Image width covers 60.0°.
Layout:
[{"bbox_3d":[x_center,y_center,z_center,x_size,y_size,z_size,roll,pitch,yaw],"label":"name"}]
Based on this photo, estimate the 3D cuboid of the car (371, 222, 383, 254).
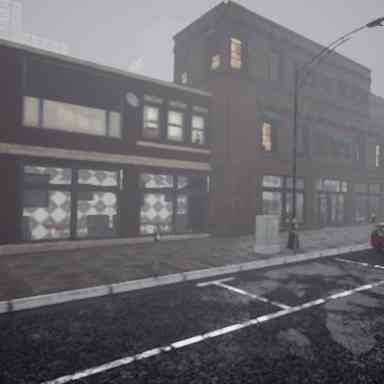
[{"bbox_3d":[9.047,1.468,12.996,5.009,1.841,2.192,1,1,-35],"label":"car"}]
